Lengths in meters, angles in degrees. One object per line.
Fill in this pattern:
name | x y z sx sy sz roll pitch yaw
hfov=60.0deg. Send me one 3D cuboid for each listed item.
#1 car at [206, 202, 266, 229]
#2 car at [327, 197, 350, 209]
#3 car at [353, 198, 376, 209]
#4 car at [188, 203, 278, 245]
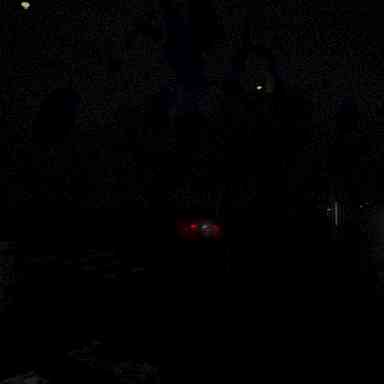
car | 2.873 1.404 21.027 1.994 1.385 4.181 0 0 36
car | 18.598 1.314 42.196 1.837 1.490 4.892 0 -1 37
car | 21.302 1.414 41.003 1.895 1.301 4.718 0 0 36
car | 2.003 1.414 14.884 2.033 1.411 5.357 0 0 36
